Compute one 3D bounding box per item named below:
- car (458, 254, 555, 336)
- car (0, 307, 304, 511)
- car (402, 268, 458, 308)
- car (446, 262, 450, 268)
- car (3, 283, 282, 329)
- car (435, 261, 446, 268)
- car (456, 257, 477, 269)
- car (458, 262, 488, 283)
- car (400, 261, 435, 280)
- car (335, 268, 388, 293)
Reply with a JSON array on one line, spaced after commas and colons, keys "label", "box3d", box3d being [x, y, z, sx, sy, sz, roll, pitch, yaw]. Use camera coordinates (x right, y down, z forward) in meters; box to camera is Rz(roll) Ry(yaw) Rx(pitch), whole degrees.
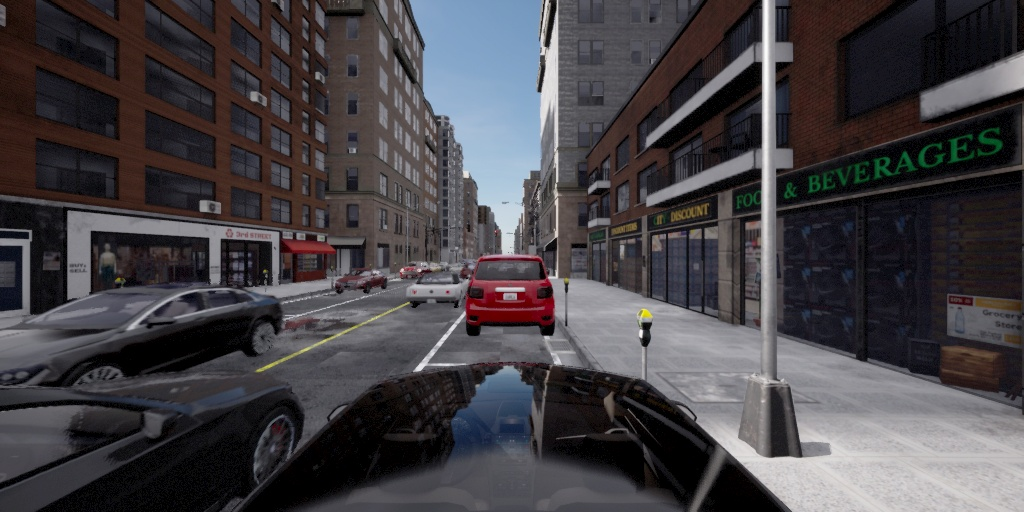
[{"label": "car", "box3d": [-0.039, 0.978, 10.530, 2.150, 2.045, 5.566, 0, 0, 0]}, {"label": "car", "box3d": [-2.920, 1.276, 1.515, 1.812, 1.442, 4.674, 0, 0, 0]}, {"label": "car", "box3d": [-2.918, 1.351, 15.255, 1.895, 1.301, 4.718, 0, 0, 0]}, {"label": "car", "box3d": [-8.408, 1.300, 42.461, 2.007, 1.370, 4.403, 0, 0, 0]}, {"label": "car", "box3d": [-5.868, 1.241, 5.781, 2.128, 1.511, 4.902, 0, 0, 0]}, {"label": "car", "box3d": [-8.408, 1.275, 36.773, 1.751, 1.417, 4.829, 0, 0, 0]}, {"label": "car", "box3d": [-5.770, 0.904, 46.206, 2.033, 1.411, 5.357, 0, 0, 0]}, {"label": "car", "box3d": [-3.017, 1.276, 28.450, 1.812, 1.442, 4.674, 0, 0, 1]}, {"label": "car", "box3d": [-8.408, 1.190, 31.425, 1.967, 1.591, 4.097, 0, 0, 0]}, {"label": "car", "box3d": [-8.408, 1.332, 20.388, 1.802, 1.307, 4.207, 0, 0, 0]}]
